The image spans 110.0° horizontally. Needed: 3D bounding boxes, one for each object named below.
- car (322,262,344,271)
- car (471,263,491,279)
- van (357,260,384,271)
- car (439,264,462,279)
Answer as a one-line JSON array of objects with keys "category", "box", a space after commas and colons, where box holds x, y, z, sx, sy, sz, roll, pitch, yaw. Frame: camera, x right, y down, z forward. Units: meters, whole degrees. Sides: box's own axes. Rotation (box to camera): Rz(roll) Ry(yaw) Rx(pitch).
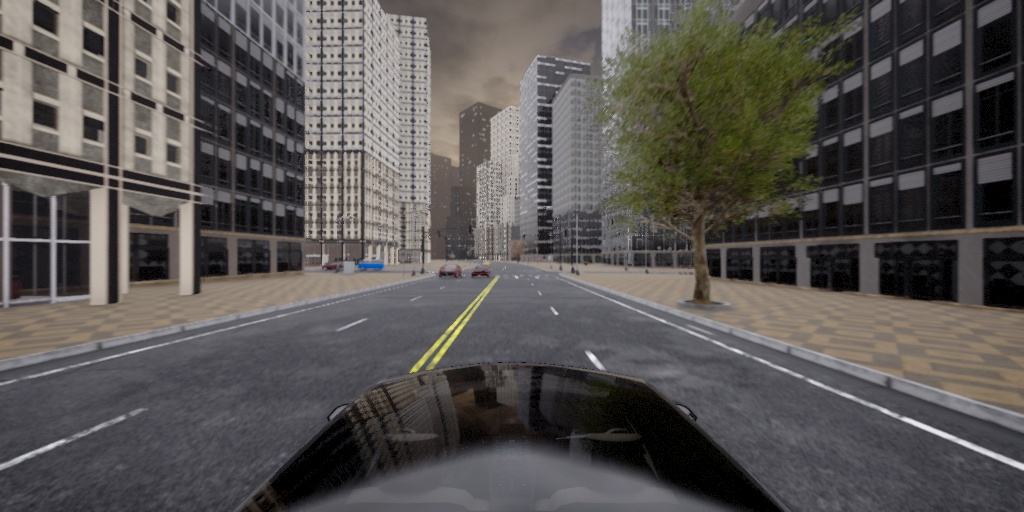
[{"category": "car", "box": [-28.196, 1.661, 57.737, 4.507, 1.381, 1.888, 0, 0, 1]}, {"category": "car", "box": [-3.278, 1.706, 38.549, 1.895, 1.301, 4.718, 0, -1, 1]}, {"category": "van", "box": [-22.657, 1.482, 57.691, 3.998, 1.789, 1.690, 0, 0, 1]}, {"category": "car", "box": [-6.529, 1.581, 38.427, 1.882, 1.535, 5.008, 0, -1, 1]}]
